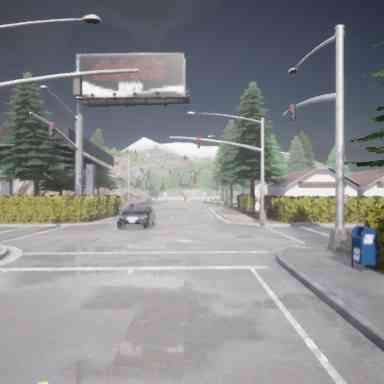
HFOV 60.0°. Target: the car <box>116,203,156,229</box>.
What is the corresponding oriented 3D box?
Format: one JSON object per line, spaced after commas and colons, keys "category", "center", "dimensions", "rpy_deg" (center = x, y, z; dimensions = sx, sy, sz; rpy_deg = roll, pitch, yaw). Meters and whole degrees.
{"category": "car", "center": [-3.500, 1.469, 21.861], "dimensions": [2.128, 1.511, 4.902], "rpy_deg": [0, 0, 0]}
